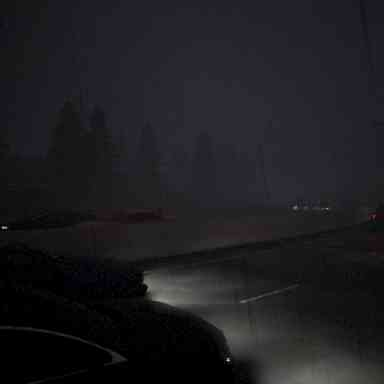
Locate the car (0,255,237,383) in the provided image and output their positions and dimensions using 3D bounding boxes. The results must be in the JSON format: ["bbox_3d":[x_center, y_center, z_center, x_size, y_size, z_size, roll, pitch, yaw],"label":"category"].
[{"bbox_3d":[-1.793,1.515,2.581,4.892,1.490,1.837,1,-1,-36],"label":"car"}]

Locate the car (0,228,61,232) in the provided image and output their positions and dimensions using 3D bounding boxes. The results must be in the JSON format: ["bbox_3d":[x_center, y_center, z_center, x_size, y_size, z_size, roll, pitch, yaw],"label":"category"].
[{"bbox_3d":[-7.004,1.567,16.418,4.902,1.511,2.128,0,0,-39],"label":"car"}]

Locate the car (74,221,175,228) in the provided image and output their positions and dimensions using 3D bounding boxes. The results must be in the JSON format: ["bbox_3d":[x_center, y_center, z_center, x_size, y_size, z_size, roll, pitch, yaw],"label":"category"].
[{"bbox_3d":[-2.921,1.553,15.225,5.008,1.535,1.882,0,0,-40],"label":"car"}]

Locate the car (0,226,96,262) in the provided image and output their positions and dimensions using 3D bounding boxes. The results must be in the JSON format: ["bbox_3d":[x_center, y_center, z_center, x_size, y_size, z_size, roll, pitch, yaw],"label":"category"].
[{"bbox_3d":[-3.471,1.573,5.658,5.357,1.411,2.033,0,0,-36],"label":"car"}]

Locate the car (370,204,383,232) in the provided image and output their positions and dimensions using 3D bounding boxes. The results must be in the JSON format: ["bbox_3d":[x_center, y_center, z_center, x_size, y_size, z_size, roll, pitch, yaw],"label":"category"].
[{"bbox_3d":[12.525,1.475,20.239,2.097,1.767,4.553,0,0,42],"label":"car"}]
